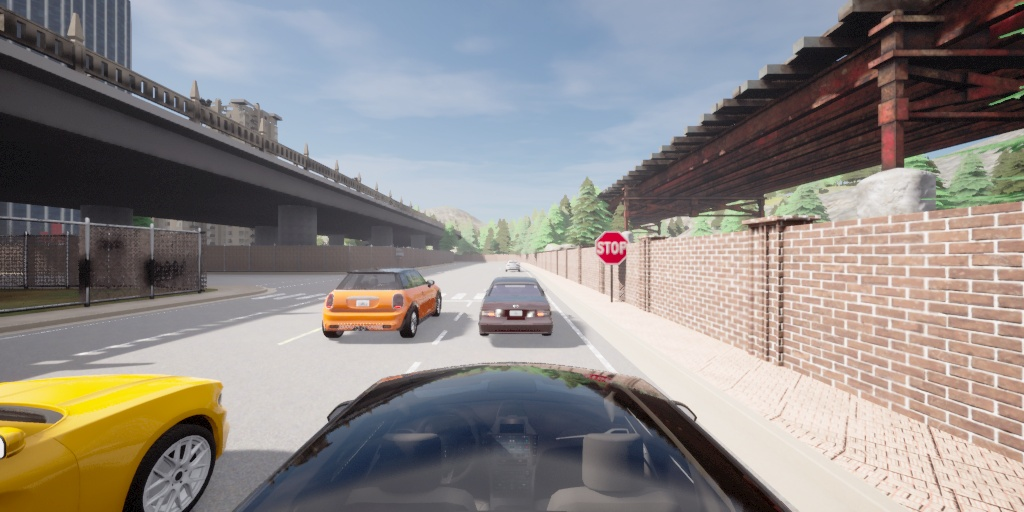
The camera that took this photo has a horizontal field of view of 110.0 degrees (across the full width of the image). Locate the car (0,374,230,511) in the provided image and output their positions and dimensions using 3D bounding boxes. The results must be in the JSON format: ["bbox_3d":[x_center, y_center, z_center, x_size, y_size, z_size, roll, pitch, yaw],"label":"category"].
[{"bbox_3d":[-3.397,1.228,1.069,1.882,1.535,5.008,0,0,0],"label":"car"}]

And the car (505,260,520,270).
[{"bbox_3d":[0.111,1.276,46.226,1.812,1.442,4.674,0,0,-1],"label":"car"}]

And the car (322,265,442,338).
[{"bbox_3d":[-3.414,1.102,10.326,2.097,1.767,4.553,0,0,0],"label":"car"}]

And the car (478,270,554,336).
[{"bbox_3d":[0.088,1.297,10.345,2.033,1.411,5.357,0,0,0],"label":"car"}]
